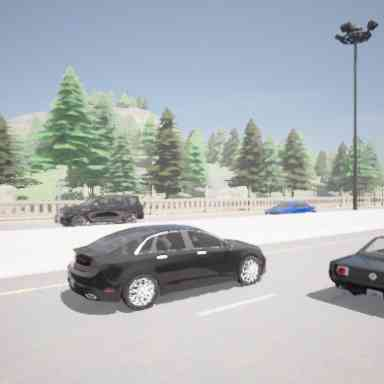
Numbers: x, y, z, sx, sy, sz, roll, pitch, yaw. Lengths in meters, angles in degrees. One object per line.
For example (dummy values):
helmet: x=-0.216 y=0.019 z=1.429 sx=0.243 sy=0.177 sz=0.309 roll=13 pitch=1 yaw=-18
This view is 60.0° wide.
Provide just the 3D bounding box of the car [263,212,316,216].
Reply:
car: x=7.910 y=1.500 z=26.806 sx=5.008 sy=1.535 sz=1.882 roll=0 pitch=0 yaw=-35

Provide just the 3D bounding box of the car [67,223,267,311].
car: x=-0.332 y=1.509 z=7.807 sx=4.892 sy=1.490 sz=1.837 roll=0 pitch=0 yaw=-35

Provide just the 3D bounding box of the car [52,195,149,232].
car: x=-5.766 y=1.231 z=21.370 sx=5.566 sy=2.045 sz=2.150 roll=0 pitch=0 yaw=-35

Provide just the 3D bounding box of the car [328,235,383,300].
car: x=5.205 y=1.609 z=7.454 sx=4.718 sy=1.301 sz=1.895 roll=0 pitch=0 yaw=-35
